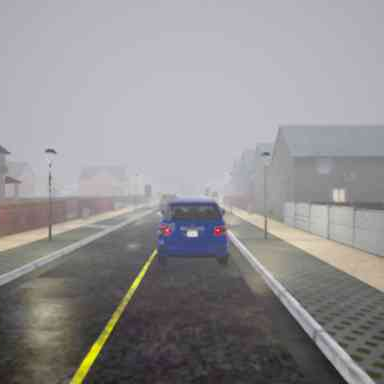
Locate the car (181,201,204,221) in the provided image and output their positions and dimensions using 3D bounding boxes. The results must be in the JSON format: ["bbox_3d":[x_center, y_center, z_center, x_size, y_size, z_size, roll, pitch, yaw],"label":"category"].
[{"bbox_3d":[0.059,1.530,28.534,1.812,1.442,4.674,0,0,0],"label":"car"}]

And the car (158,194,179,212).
[{"bbox_3d":[-2.774,1.229,40.870,2.150,2.045,5.566,0,0,1],"label":"car"}]

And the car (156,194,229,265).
[{"bbox_3d":[0.040,1.225,11.795,2.150,2.045,5.566,0,0,1],"label":"car"}]

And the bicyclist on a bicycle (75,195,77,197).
[{"bbox_3d":[-20.197,1.355,57.954,0.582,1.620,1.656,0,0,0],"label":"bicyclist on a bicycle"}]
